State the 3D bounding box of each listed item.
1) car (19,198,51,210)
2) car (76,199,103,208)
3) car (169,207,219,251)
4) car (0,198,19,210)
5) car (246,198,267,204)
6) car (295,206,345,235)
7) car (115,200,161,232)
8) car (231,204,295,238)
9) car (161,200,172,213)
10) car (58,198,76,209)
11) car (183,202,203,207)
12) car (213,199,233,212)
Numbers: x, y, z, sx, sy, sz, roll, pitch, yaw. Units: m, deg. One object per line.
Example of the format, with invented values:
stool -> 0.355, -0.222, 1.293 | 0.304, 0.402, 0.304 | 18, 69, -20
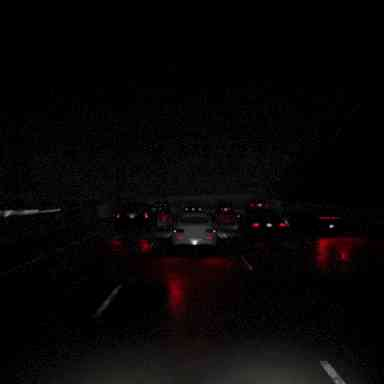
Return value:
car -> -21.054, 1.641, 45.665 | 2.128, 1.511, 4.902 | 0, 0, 0
car -> -14.054, 1.702, 46.908 | 2.033, 1.411, 5.357 | 0, 0, 0
car -> 0.102, 1.572, 14.251 | 1.812, 1.442, 4.674 | 0, 0, 0
car -> -24.558, 1.628, 45.421 | 1.882, 1.535, 5.008 | 0, 0, 0
car -> 7.114, 1.473, 36.975 | 2.097, 1.767, 4.553 | 0, 0, 0
car -> 7.108, 1.554, 19.351 | 2.128, 1.511, 4.902 | 0, 0, 0
car -> -3.392, 1.422, 20.953 | 2.097, 1.767, 4.553 | 0, 0, 0
car -> 3.606, 1.606, 18.001 | 2.033, 1.411, 5.357 | 0, 0, 0
car -> -3.386, 1.616, 38.091 | 2.128, 1.511, 4.902 | 0, 0, 0
car -> -17.537, 1.650, 47.656 | 2.128, 1.511, 4.902 | 0, 0, 1
car -> 0.113, 1.655, 33.000 | 2.033, 1.411, 5.357 | 0, 0, 0
car -> 3.614, 1.628, 38.172 | 1.837, 1.490, 4.892 | 0, 0, 0
